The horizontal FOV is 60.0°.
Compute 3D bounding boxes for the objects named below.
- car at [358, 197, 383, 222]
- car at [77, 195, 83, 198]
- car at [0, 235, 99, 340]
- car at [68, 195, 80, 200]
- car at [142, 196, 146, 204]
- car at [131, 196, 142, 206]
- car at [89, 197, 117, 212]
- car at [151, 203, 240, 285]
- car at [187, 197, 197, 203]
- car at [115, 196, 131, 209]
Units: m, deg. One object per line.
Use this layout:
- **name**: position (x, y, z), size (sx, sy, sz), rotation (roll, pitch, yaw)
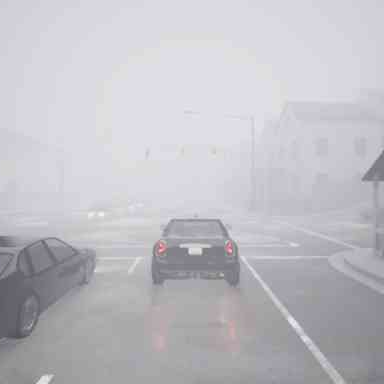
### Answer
- **car**: position (14.343, 0.995, 23.880), size (4.674, 1.442, 1.812), rotation (-15, 0, -1)
- **car**: position (-31.870, 1.613, 89.921), size (2.038, 1.542, 4.974), rotation (0, 0, -37)
- **car**: position (-3.425, 1.560, 6.505), size (2.033, 1.411, 5.357), rotation (0, 0, 0)
- **car**: position (-31.901, 1.455, 89.963), size (1.853, 1.218, 4.536), rotation (0, 0, -37)
- **car**: position (-10.644, 1.635, 68.350), size (2.128, 1.511, 4.902), rotation (0, 0, 0)
- **car**: position (-10.682, 1.595, 58.077), size (2.128, 1.511, 4.902), rotation (0, 0, 0)
- **car**: position (-10.681, 1.634, 39.352), size (1.994, 1.385, 4.181), rotation (0, 0, 0)
- **car**: position (0.112, 1.369, 9.686), size (2.097, 1.767, 4.553), rotation (0, 0, 1)
- **car**: position (-0.042, 1.642, 65.794), size (1.812, 1.442, 4.674), rotation (0, 0, 0)
- **car**: position (-10.692, 1.437, 48.008), size (2.097, 1.767, 4.553), rotation (0, 0, 0)
